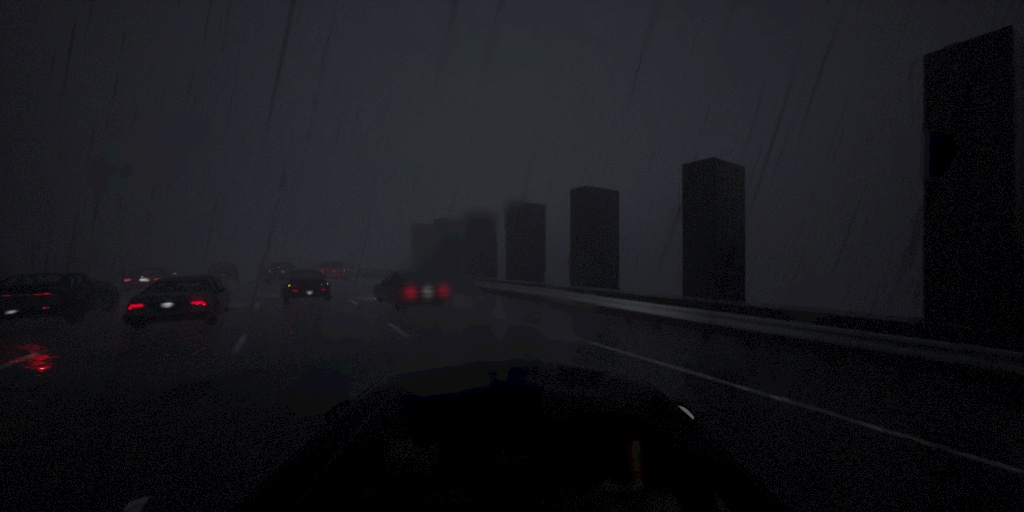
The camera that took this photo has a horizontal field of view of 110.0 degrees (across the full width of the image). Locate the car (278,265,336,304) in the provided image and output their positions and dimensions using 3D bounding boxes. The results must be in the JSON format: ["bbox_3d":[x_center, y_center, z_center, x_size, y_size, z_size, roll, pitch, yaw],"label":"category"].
[{"bbox_3d":[-9.803,1.348,16.953,1.812,1.442,4.674,0,0,-35],"label":"car"}]

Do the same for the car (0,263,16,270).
[{"bbox_3d":[-42.931,1.354,29.662,2.128,1.511,4.902,0,0,-44],"label":"car"}]

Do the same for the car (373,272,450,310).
[{"bbox_3d":[-4.409,1.365,15.175,2.033,1.411,5.357,0,0,-33],"label":"car"}]

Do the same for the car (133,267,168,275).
[{"bbox_3d":[-22.309,1.387,22.184,2.033,1.411,5.357,0,0,-38],"label":"car"}]

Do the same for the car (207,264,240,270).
[{"bbox_3d":[-22.674,1.349,28.239,1.882,1.535,5.008,0,-1,-39],"label":"car"}]

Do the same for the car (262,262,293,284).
[{"bbox_3d":[-18.724,1.230,28.907,2.097,1.767,4.553,0,0,-39],"label":"car"}]

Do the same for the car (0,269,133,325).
[{"bbox_3d":[-14.572,1.282,11.510,2.128,1.511,4.902,0,0,-34],"label":"car"}]

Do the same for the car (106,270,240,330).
[{"bbox_3d":[-10.365,1.341,11.499,2.033,1.411,5.357,0,0,-33],"label":"car"}]

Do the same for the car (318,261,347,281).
[{"bbox_3d":[-15.848,1.243,30.926,2.097,1.767,4.553,0,0,-39],"label":"car"}]
